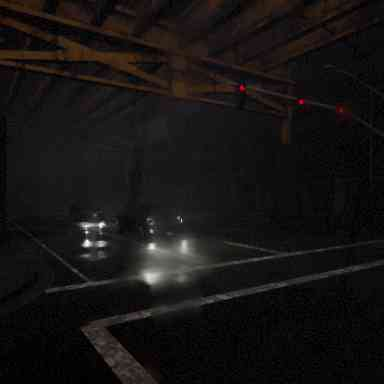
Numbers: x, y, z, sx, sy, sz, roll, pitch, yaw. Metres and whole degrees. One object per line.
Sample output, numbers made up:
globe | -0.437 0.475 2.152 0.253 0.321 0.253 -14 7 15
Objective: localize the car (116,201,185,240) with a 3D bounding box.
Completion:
car | -2.265 1.352 17.260 2.097 1.767 4.553 0 0 -33

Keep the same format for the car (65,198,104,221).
car | -8.612 1.492 26.994 2.128 1.511 4.902 0 0 -33

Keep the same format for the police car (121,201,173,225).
police car | -3.611 1.509 25.899 2.038 1.542 4.974 0 0 -33
